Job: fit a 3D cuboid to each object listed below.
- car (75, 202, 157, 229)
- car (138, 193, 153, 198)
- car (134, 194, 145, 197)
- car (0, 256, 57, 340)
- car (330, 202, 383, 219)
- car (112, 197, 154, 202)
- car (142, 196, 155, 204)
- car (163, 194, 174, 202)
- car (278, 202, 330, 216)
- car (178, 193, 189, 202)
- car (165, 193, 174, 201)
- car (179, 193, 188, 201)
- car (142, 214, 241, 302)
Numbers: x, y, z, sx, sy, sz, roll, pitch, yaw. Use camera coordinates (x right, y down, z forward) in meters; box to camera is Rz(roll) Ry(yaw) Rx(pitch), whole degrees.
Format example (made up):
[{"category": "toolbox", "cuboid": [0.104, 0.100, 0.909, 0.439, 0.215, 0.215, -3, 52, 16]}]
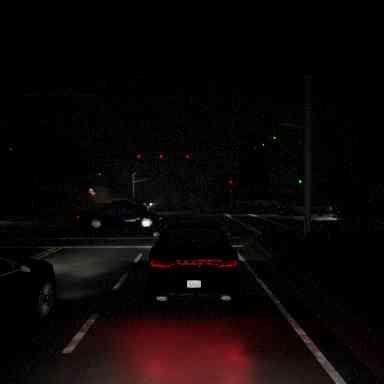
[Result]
[{"category": "car", "cuboid": [-4.490, 1.547, 20.889, 5.357, 1.411, 2.033, 0, 0, -4]}, {"category": "car", "cuboid": [-8.545, 1.221, 57.087, 2.150, 2.045, 5.566, 0, 0, -1]}, {"category": "car", "cuboid": [-8.307, 1.477, 47.102, 1.882, 1.535, 5.008, 0, 0, -1]}, {"category": "car", "cuboid": [-3.468, 1.492, 4.374, 2.128, 1.511, 4.902, 0, 0, 0]}, {"category": "car", "cuboid": [14.762, 1.564, 28.946, 4.181, 1.385, 1.994, 0, 0, -2]}, {"category": "car", "cuboid": [-6.121, 1.491, 30.665, 2.128, 1.511, 4.902, 0, 0, 31]}, {"category": "car", "cuboid": [-8.753, 1.564, 67.157, 1.994, 1.385, 4.181, 0, 0, -1]}, {"category": "car", "cuboid": [-5.415, 1.533, 74.529, 2.033, 1.411, 5.357, 0, 0, -1]}, {"category": "car", "cuboid": [10.866, 1.601, 32.336, 4.718, 1.301, 1.895, 0, 0, -2]}, {"category": "car", "cuboid": [-1.900, 1.225, 74.229, 2.150, 2.045, 5.566, 0, 0, -1]}, {"category": "car", "cuboid": [-5.688, 1.269, 85.134, 2.097, 1.767, 4.553, 0, 0, -1]}, {"category": "car", "cuboid": [-2.182, 1.225, 84.962, 2.150, 2.045, 5.566, 0, 0, -1]}, {"category": "car", "cuboid": [0.001, 1.478, 8.365, 1.882, 1.535, 5.008, 0, 0, -1]}]
